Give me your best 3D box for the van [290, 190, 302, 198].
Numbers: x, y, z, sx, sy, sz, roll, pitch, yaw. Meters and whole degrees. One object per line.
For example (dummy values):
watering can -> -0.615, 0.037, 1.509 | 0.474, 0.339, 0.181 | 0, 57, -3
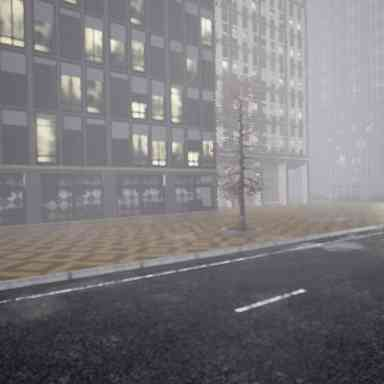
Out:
van -> 22.561, 0.382, 74.197 | 1.690, 1.788, 3.998 | -1, 1, -37

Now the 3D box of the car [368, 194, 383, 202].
car -> 29.333, 0.997, 50.892 | 1.947, 1.339, 4.313 | -1, 1, -37

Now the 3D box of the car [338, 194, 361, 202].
car -> 25.949, 0.968, 55.461 | 1.802, 1.307, 4.206 | -1, 1, -37

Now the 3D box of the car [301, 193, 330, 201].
car -> 22.598, 0.905, 60.051 | 1.947, 1.339, 4.313 | -1, 1, -37
